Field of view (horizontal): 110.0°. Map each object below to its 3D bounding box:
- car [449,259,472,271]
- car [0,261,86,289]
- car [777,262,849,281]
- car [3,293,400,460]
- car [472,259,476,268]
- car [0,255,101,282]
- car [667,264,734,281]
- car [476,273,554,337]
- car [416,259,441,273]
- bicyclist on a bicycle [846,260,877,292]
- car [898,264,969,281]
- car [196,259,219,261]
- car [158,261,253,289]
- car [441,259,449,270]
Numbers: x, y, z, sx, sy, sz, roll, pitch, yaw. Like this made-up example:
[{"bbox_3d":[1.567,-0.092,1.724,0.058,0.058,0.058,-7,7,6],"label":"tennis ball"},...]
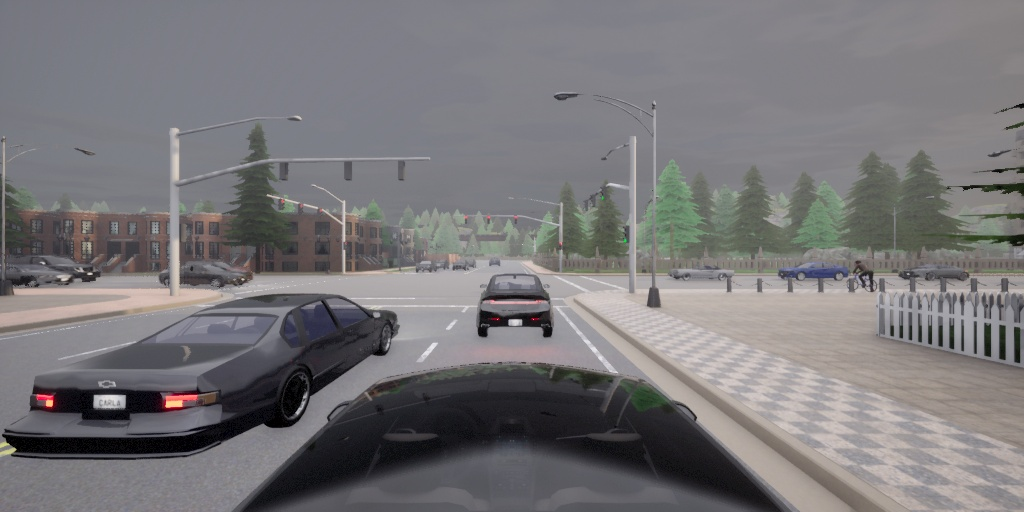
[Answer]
[{"bbox_3d":[-7.086,1.255,49.996,1.837,1.490,4.892,0,0,0],"label":"car"},{"bbox_3d":[-30.951,1.243,22.715,4.902,1.511,2.128,0,0,-3],"label":"car"},{"bbox_3d":[24.859,1.228,29.715,5.008,1.535,1.882,0,0,0],"label":"car"},{"bbox_3d":[-3.436,1.297,5.589,2.033,1.411,5.357,0,0,0],"label":"car"},{"bbox_3d":[-7.049,1.255,59.980,1.837,1.490,4.892,0,0,0],"label":"car"},{"bbox_3d":[-33.690,0.974,26.060,5.566,2.045,2.150,0,0,-5],"label":"car"},{"bbox_3d":[15.567,1.351,29.728,4.718,1.301,1.895,0,0,0],"label":"car"},{"bbox_3d":[0.083,1.242,10.257,2.128,1.511,4.902,0,0,0],"label":"car"},{"bbox_3d":[-10.577,1.276,44.577,1.812,1.442,4.674,0,0,0],"label":"car"},{"bbox_3d":[18.252,1.052,18.742,0.582,1.620,1.656,0,0,0],"label":"bicyclist on a bicycle"},{"bbox_3d":[34.833,1.314,29.692,4.181,1.385,1.994,0,0,1],"label":"car"},{"bbox_3d":[-21.810,1.102,26.427,4.553,1.767,2.097,0,0,-1],"label":"car"},{"bbox_3d":[-19.591,1.255,22.892,4.892,1.490,1.837,0,0,0],"label":"car"},{"bbox_3d":[-10.580,1.241,53.685,2.128,1.511,4.902,0,0,0],"label":"car"}]
